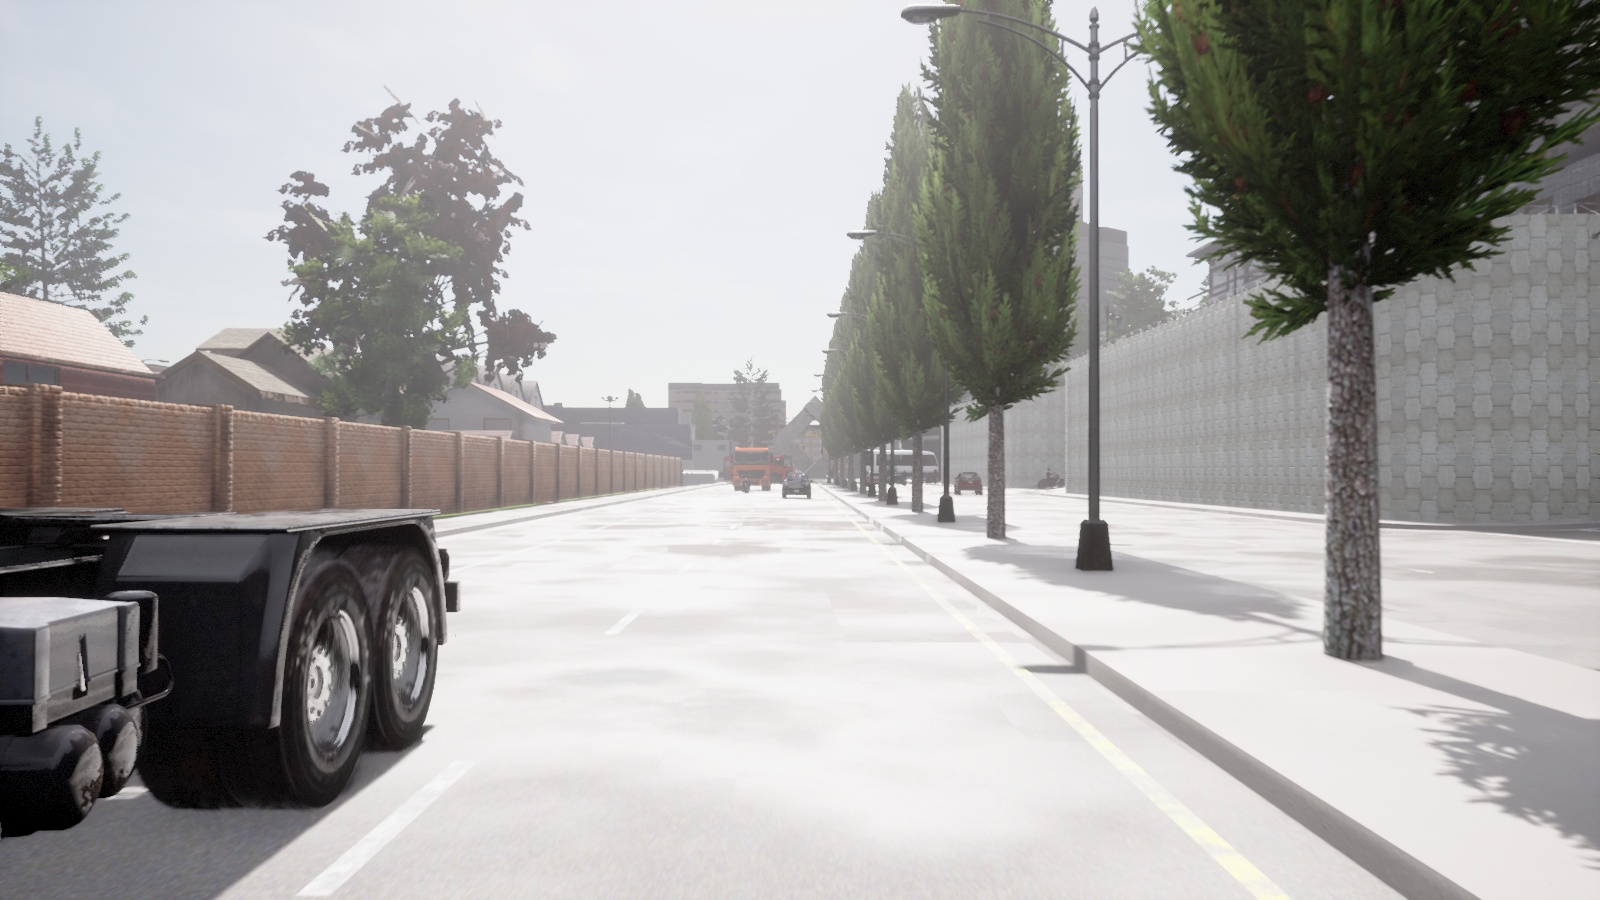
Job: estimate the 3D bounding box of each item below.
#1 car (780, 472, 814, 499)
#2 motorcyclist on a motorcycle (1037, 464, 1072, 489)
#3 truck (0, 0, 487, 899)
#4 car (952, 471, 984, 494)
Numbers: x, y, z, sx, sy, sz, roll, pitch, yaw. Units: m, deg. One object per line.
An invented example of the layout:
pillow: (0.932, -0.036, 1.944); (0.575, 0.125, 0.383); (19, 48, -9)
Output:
car: (-0.174, 2.032, 71.819); (1.845, 1.501, 3.633); (0, -1, 0)
motorcyclist on a motorcycle: (19.049, 1.964, 94.030); (2.350, 1.649, 0.766); (-5, 0, -8)
truck: (-3.515, -0.080, 4.366); (2.891, 3.462, 7.936); (0, -1, 0)
car: (11.394, 2.174, 85.216); (1.789, 1.549, 3.705); (0, -1, 3)
